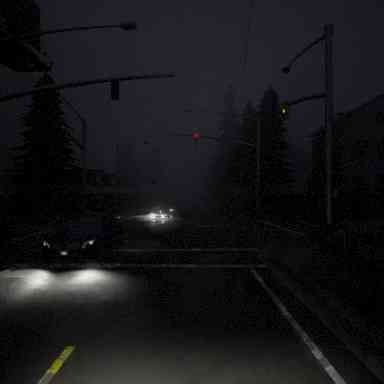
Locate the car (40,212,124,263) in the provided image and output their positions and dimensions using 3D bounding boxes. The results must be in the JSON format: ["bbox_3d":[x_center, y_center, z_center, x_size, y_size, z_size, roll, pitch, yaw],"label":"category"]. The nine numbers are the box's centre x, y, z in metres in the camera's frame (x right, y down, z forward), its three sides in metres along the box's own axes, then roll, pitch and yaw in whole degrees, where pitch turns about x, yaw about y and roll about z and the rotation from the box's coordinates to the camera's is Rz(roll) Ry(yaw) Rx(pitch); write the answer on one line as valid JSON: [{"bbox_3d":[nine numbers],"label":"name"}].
[{"bbox_3d":[-3.767,1.499,12.182,1.812,1.442,4.674,-1,1,1],"label":"car"}]

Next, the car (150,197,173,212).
[{"bbox_3d":[-3.627,1.491,38.102,2.128,1.511,4.902,0,0,0],"label":"car"}]
